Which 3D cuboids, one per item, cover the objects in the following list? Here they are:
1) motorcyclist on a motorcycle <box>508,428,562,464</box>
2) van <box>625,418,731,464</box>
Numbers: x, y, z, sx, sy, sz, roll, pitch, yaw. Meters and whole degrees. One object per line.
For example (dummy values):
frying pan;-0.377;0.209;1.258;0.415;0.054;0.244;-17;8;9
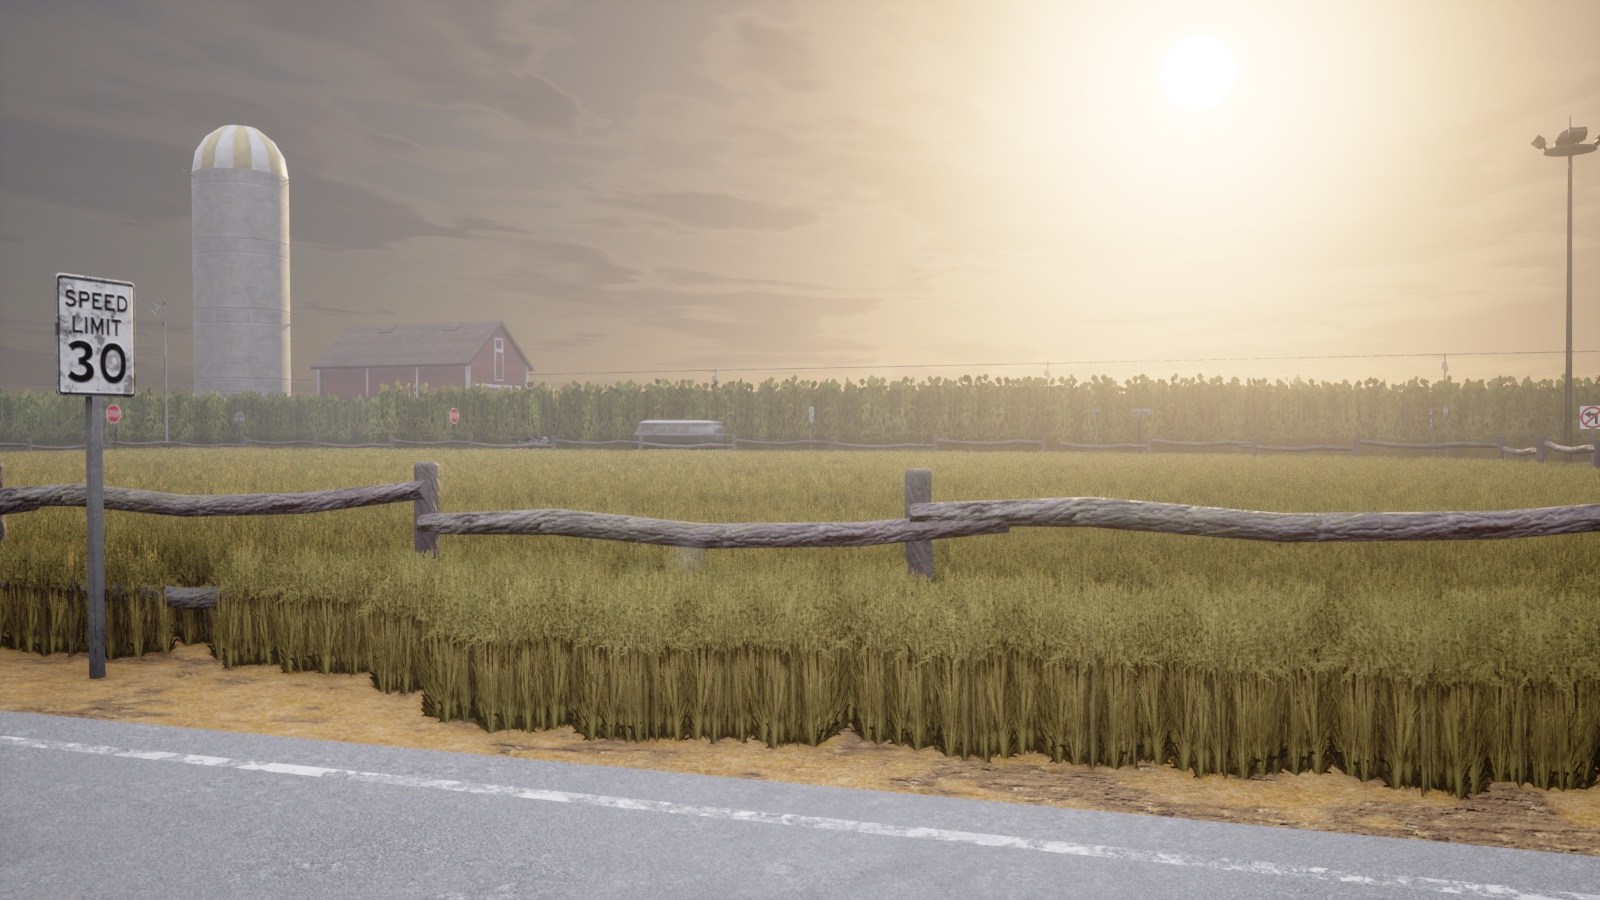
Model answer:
motorcyclist on a motorcycle;-11.787;-0.180;55.826;2.191;1.530;0.866;1;1;19
van;-5.538;-0.417;56.923;4.442;1.987;1.775;1;1;19
